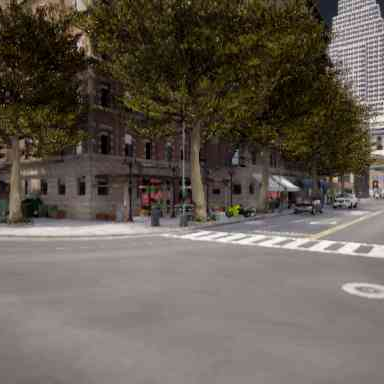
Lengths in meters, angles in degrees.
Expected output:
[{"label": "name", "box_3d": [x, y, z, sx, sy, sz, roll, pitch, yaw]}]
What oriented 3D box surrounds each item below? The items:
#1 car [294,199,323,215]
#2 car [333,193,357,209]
[{"label": "car", "box_3d": [11.843, 1.441, 33.545, 2.231, 1.521, 4.892, 0, 0, 36]}, {"label": "car", "box_3d": [20.705, 1.190, 44.867, 2.435, 2.045, 5.566, 0, 0, 36]}]
